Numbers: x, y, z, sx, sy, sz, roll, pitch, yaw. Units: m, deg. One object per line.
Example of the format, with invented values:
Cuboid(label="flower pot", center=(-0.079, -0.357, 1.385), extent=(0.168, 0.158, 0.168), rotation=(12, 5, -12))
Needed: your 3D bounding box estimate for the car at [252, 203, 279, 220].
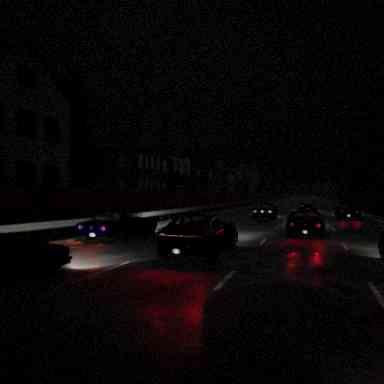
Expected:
Cuboid(label="car", center=(6.668, 1.704, 29.901), extent=(2.033, 1.411, 5.357), rotation=(0, 0, 20))

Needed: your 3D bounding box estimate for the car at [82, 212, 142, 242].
Cuboid(label="car", center=(-3.589, 1.648, 16.916), extent=(1.895, 1.301, 4.718), rotation=(0, 0, 23))

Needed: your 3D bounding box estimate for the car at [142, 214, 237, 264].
Cuboid(label="car", center=(0.362, 1.543, 12.169), extent=(2.128, 1.511, 4.902), rotation=(0, 0, 20))

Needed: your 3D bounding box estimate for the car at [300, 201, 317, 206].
Cuboid(label="car", center=(13.673, 1.759, 39.160), extent=(1.812, 1.442, 4.674), rotation=(0, -1, 20))

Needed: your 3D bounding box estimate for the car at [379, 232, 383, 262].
Cuboid(label="car", center=(6.795, 1.426, 9.367), extent=(2.097, 1.767, 4.553), rotation=(0, 0, 20))

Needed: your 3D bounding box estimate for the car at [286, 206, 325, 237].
Cuboid(label="car", center=(6.454, 1.712, 18.829), extent=(1.895, 1.301, 4.718), rotation=(0, 0, 20))

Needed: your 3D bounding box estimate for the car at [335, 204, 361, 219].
Cuboid(label="car", center=(14.738, 1.810, 31.705), extent=(1.895, 1.301, 4.718), rotation=(0, 0, 20))

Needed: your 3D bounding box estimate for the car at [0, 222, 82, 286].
Cuboid(label="car", center=(-5.095, 1.547, 7.356), extent=(2.033, 1.411, 5.357), rotation=(0, 0, 20))
